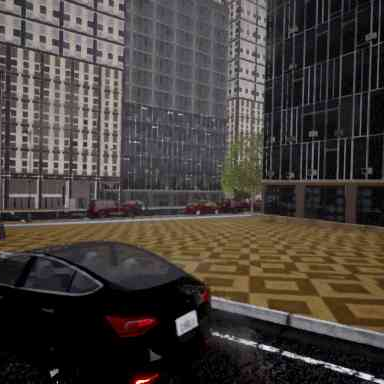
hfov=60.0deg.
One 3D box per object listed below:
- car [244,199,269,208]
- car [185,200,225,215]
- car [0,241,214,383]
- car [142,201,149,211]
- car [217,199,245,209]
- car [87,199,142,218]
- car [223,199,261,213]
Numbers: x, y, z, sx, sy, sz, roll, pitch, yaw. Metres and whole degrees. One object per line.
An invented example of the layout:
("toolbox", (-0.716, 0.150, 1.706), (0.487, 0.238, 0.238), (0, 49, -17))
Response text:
("car", (10.890, 1.934, 56.065), (4.206, 1.307, 1.802), (1, 1, -34))
("car", (1.318, 1.965, 39.948), (4.507, 1.381, 1.887), (1, 1, -34))
("car", (-1.958, 1.502, 5.074), (4.792, 1.488, 2.163), (0, 0, 35))
("car", (-7.811, 1.719, 43.241), (4.403, 1.369, 2.008), (1, 1, -34))
("car", (6.215, 1.872, 52.859), (4.313, 1.339, 1.947), (1, 1, -34))
("car", (-8.027, 1.644, 33.533), (5.009, 1.841, 2.192), (1, 1, -34))
("car", (5.999, 1.782, 43.150), (5.009, 1.841, 2.192), (1, 1, -34))
